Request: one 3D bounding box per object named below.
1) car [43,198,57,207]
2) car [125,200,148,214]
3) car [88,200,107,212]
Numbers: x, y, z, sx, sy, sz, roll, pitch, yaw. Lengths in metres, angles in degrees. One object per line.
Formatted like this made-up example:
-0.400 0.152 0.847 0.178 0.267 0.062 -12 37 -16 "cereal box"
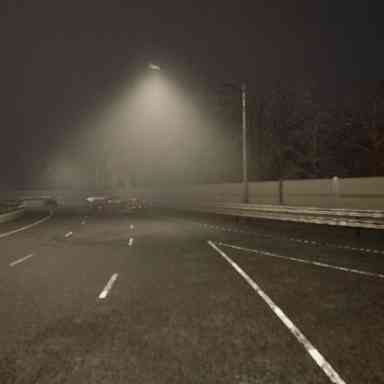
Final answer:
-25.562 1.873 59.917 1.812 1.442 4.674 0 0 -34 "car"
-6.314 1.646 37.323 2.033 1.411 5.357 -2 0 -19 "car"
-11.908 1.711 41.990 1.812 1.442 4.674 0 0 -22 "car"
